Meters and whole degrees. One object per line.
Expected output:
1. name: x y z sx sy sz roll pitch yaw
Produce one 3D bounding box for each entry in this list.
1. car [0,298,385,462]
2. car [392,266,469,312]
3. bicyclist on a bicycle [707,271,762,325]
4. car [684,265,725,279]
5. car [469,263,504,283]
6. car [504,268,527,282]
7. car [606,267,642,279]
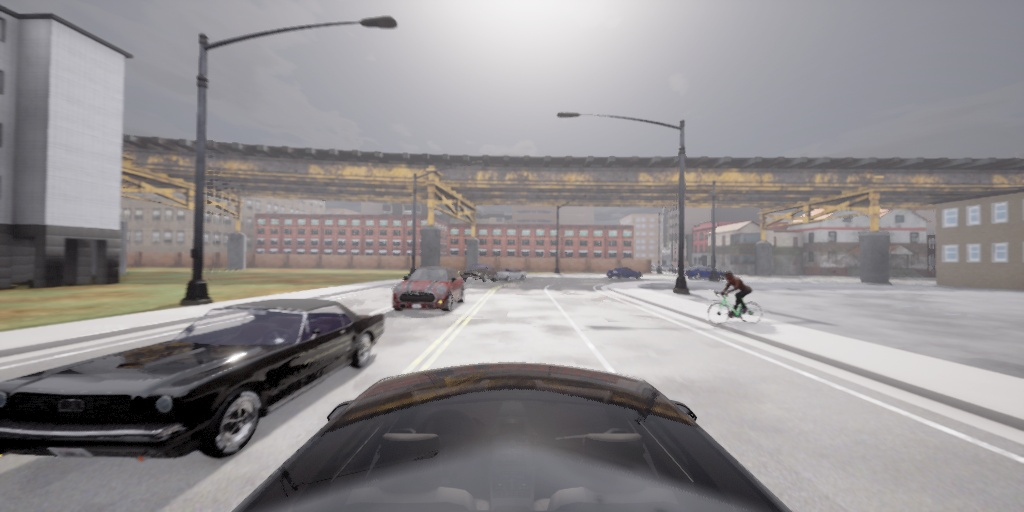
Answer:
1. car: -3.584 1.344 5.164 1.895 1.301 4.718 1 -1 1
2. car: -3.304 1.228 14.967 2.097 1.767 4.553 1 -1 2
3. bicyclist on a bicycle: 6.760 1.285 10.903 1.656 1.620 0.582 -1 -1 1
4. car: 24.567 2.162 45.698 5.008 1.535 1.882 1 -1 -4
5. car: -2.494 1.257 28.433 2.033 1.411 5.357 1 -1 12
6. car: -0.425 1.771 34.299 1.895 1.301 4.718 0 -1 29
7. car: 13.315 2.006 42.681 4.674 1.442 1.812 1 -1 -29
